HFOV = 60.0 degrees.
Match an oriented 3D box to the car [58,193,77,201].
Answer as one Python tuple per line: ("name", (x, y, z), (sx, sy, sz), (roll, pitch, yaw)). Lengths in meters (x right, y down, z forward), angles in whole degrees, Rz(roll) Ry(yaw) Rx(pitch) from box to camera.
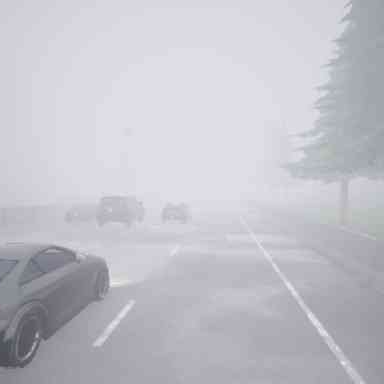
("car", (-22.599, 1.069, 62.326), (1.837, 1.490, 4.892), (0, 1, 6))

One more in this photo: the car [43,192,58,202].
("car", (-26.073, 0.903, 62.667), (2.097, 1.767, 4.553), (0, 1, 5))

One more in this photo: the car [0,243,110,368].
("car", (-2.955, 1.588, 5.842), (1.994, 1.385, 4.181), (0, 0, 5))

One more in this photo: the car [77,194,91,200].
("car", (-19.122, 1.185, 62.012), (1.895, 1.301, 4.718), (0, 1, 6))

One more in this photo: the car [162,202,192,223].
("car", (-1.155, 1.551, 26.118), (2.128, 1.511, 4.902), (0, 0, 5))

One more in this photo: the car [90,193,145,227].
("car", (-4.902, 1.270, 23.525), (2.150, 2.045, 5.566), (0, 0, 5))

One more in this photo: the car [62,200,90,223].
("car", (-8.191, 1.588, 26.042), (1.994, 1.385, 4.181), (0, 0, 5))

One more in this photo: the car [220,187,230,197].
("car", (9.297, 0.291, 90.353), (2.097, 1.767, 4.553), (0, 2, 5))

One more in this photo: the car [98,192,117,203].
("car", (-15.641, 0.953, 61.787), (2.097, 1.767, 4.553), (0, 1, 6))
